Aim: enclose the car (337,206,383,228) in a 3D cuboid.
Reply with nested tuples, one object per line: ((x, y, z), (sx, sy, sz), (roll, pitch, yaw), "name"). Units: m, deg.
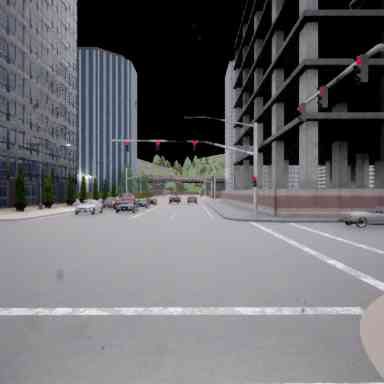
((11.897, 1.545, 21.197), (4.718, 1.301, 1.895), (0, 0, 0), "car")

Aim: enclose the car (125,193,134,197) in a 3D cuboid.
((-10.553, 1.221, 53.759), (2.150, 2.045, 5.566), (0, 0, 0), "car")

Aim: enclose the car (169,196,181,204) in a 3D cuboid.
((-3.448, 1.505, 64.534), (1.837, 1.490, 4.892), (0, 0, 0), "car")

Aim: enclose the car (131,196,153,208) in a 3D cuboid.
((-7.061, 1.564, 46.635), (1.994, 1.385, 4.181), (0, 0, 0), "car")

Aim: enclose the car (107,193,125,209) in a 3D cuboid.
((-10.564, 1.352, 43.344), (2.097, 1.767, 4.553), (0, 0, 0), "car")

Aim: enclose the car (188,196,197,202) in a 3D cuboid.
((0.060, 1.579, 73.635), (1.895, 1.301, 4.718), (0, 0, 0), "car")

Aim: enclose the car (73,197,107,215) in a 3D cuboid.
((-10.570, 1.526, 34.411), (1.812, 1.442, 4.674), (0, 0, 0), "car")

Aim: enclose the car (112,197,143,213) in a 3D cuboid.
((-7.069, 1.564, 36.726), (1.994, 1.385, 4.181), (0, 0, 0), "car")

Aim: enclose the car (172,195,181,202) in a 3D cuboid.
((-3.440, 1.508, 73.608), (1.812, 1.442, 4.674), (0, 0, 0), "car")

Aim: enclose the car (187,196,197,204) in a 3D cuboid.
((0.052, 1.492, 64.530), (2.128, 1.511, 4.902), (0, 0, 0), "car")

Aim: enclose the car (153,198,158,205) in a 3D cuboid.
((-7.037, 1.601, 56.675), (1.895, 1.301, 4.718), (0, 0, 0), "car")
